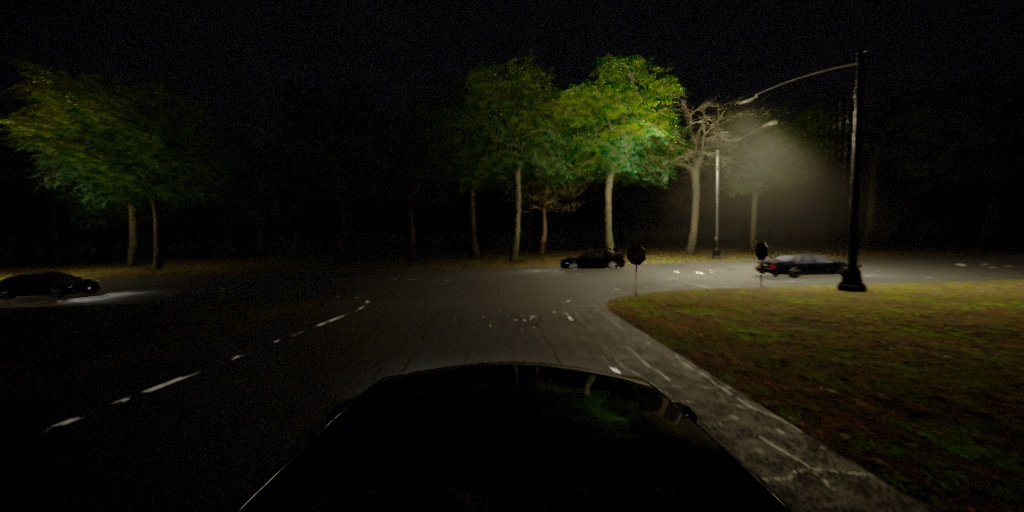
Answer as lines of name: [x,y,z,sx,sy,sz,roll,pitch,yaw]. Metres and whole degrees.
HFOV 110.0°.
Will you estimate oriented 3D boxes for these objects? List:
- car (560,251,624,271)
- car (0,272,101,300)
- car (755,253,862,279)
car: [6.392,0.370,28.803,5.008,1.535,1.882,-2,4,0]
car: [-27.925,1.744,21.605,4.892,1.490,1.837,-1,4,0]
car: [17.889,0.541,21.813,5.357,1.411,2.033,-2,4,0]
